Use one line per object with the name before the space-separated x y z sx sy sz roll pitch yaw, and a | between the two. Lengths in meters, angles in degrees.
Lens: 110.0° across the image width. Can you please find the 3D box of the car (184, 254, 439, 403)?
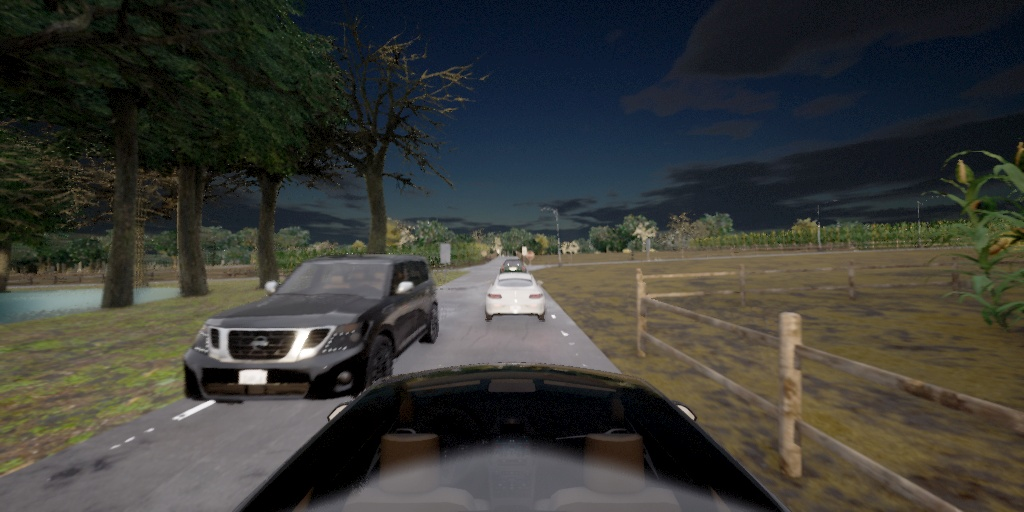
car | -2.851 0.983 6.711 2.150 2.045 5.566 0 0 0

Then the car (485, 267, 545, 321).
car | 0.099 1.279 12.343 1.812 1.442 4.674 0 0 0

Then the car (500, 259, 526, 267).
car | 0.095 1.032 29.364 2.097 1.767 4.553 0 0 0
